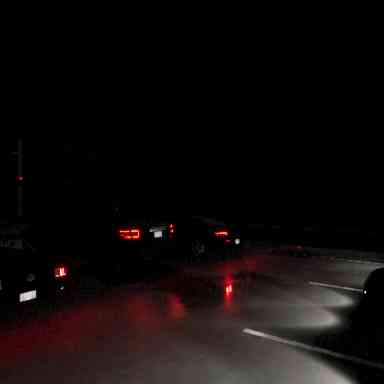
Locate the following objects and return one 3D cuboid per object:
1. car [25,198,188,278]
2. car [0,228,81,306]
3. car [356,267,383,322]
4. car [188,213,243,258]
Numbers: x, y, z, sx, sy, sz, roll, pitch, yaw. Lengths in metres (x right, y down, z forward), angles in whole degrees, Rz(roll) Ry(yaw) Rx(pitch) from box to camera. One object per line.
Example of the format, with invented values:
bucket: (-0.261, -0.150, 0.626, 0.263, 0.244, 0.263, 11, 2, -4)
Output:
car: (-3.075, 1.221, 10.444, 5.566, 2.045, 2.150, 0, 0, 36)
car: (-4.773, 1.601, 7.353, 4.718, 1.301, 1.895, 0, 0, 36)
car: (5.289, 1.547, 4.519, 5.357, 1.411, 2.033, 0, 0, 36)
car: (-0.310, 1.526, 12.761, 4.674, 1.442, 1.812, 0, 0, 36)
